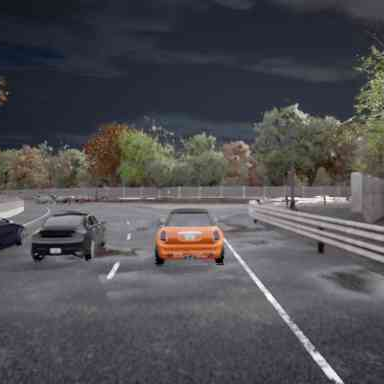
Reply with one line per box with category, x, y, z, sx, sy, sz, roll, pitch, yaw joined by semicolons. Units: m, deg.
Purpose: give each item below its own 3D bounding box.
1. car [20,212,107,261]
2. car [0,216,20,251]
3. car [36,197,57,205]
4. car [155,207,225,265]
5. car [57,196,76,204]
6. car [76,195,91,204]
car;-4.367;1.511;12.340;1.837;1.490;4.892;0;0;-7
car;-7.952;1.584;12.714;1.994;1.385;4.181;0;0;-7
car;-27.413;1.591;61.761;2.033;1.411;5.357;0;0;-39
car;-0.092;1.342;11.845;2.097;1.767;4.553;0;0;-1
car;-24.588;1.518;63.826;1.837;1.490;4.892;0;0;-39
car;-21.744;1.344;65.868;2.097;1.767;4.553;0;0;-39
